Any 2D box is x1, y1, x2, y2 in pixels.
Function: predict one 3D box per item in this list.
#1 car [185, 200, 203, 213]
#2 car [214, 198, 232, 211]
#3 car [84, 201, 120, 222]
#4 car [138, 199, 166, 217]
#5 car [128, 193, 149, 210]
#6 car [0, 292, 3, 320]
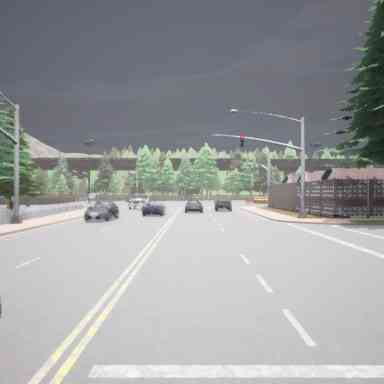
[{"bbox_3d":[0.209,1.564,36.970,1.994,1.385,4.181,0,0,0],"label":"car"},{"bbox_3d":[3.732,1.502,40.422,1.837,1.490,4.892,0,-1,1],"label":"car"},{"bbox_3d":[-7.017,1.491,26.231,2.128,1.511,4.902,0,0,0],"label":"car"},{"bbox_3d":[-3.497,1.601,31.028,1.895,1.301,4.718,0,0,0],"label":"car"},{"bbox_3d":[-6.871,1.217,43.733,2.150,2.045,5.566,0,0,0],"label":"car"},{"bbox_3d":[-3.594,1.601,2.424,1.895,1.301,4.718,0,0,0],"label":"car"}]
